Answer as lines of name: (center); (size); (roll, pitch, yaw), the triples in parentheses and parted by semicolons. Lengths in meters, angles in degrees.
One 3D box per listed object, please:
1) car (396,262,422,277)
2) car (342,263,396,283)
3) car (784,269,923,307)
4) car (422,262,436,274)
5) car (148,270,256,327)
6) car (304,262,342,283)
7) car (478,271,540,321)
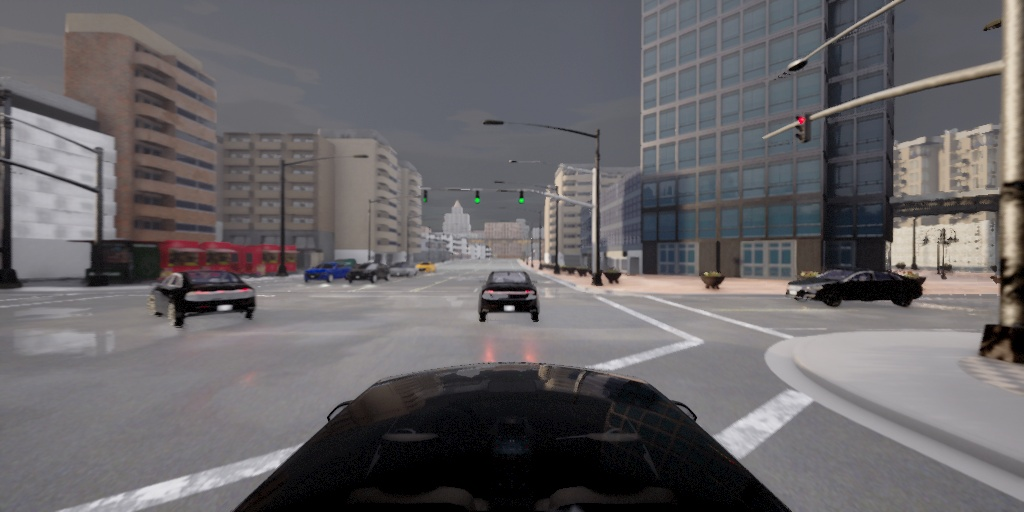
car: (-11.229, 1.489, 37.493); (1.895, 1.301, 4.718); (0, -1, -1)
car: (-11.066, 1.265, 28.154); (1.882, 1.535, 5.008); (0, -1, -1)
car: (14.437, 1.302, 15.321); (4.902, 1.511, 2.128); (0, 0, 0)
car: (-11.359, 1.505, 47.637); (1.882, 1.535, 5.008); (0, -1, -1)
car: (-9.782, 1.197, 11.272); (4.902, 1.511, 2.128); (0, 0, 37)
car: (-14.570, 1.250, 28.644); (1.882, 1.535, 5.008); (0, -1, -1)
car: (-0.115, 1.251, 12.449); (2.128, 1.511, 4.902); (0, 0, -1)
